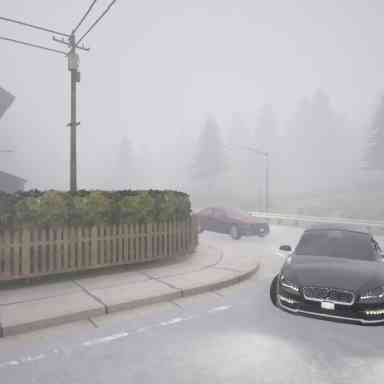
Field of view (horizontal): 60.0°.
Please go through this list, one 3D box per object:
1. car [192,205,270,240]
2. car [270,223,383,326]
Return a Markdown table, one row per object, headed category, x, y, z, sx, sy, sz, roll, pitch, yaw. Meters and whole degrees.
| category | x | y | z | sx | sy | sz | roll | pitch | yaw |
| --- | --- | --- | --- | --- | --- | --- | --- | --- | --- |
| car | 1.882 | 1.478 | 17.452 | 1.882 | 1.535 | 5.008 | 0 | 0 | -33 |
| car | 3.182 | 1.505 | 7.316 | 1.837 | 1.490 | 4.892 | 0 | 0 | 27 |
